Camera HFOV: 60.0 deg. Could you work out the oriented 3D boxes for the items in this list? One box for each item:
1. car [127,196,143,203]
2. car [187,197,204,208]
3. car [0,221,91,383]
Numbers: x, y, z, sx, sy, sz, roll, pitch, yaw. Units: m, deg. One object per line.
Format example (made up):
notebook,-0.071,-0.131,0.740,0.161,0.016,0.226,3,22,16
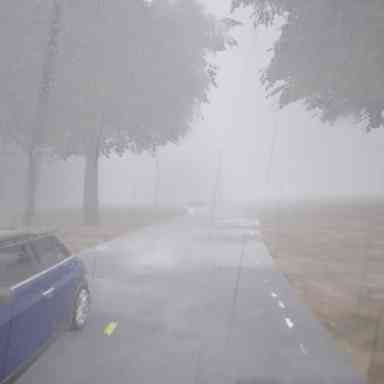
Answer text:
car,-14.240,1.812,82.605,2.097,1.767,4.553,2,-2,-43
car,0.460,1.483,48.298,1.882,1.535,5.008,1,0,-10
car,-2.872,1.336,3.805,2.097,1.767,4.553,0,0,3
